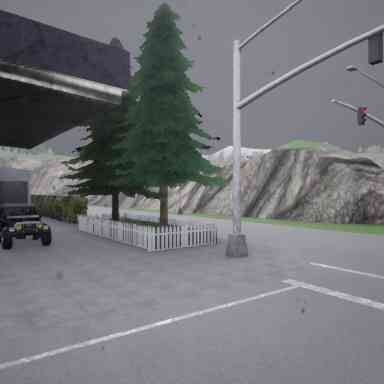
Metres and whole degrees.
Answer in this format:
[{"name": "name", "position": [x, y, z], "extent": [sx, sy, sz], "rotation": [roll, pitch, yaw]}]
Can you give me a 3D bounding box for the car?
[{"name": "car", "position": [-8.074, 1.505, 15.784], "extent": [1.905, 1.878, 3.866], "rotation": [0, 0, -37]}]
